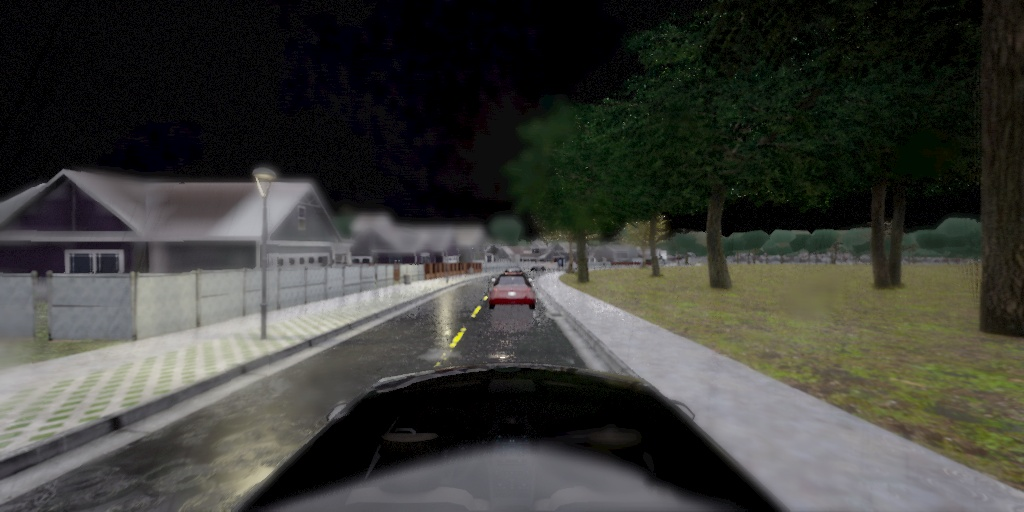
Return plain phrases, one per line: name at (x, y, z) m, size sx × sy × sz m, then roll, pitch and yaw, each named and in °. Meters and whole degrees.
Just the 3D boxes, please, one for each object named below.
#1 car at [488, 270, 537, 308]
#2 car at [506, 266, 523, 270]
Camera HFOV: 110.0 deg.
car at (0.003, 1.482, 16.125) m, size 1.994 × 1.385 × 4.181 m, roll 0°, pitch -1°, yaw 0°
car at (0.258, 1.643, 31.075) m, size 2.128 × 1.511 × 4.902 m, roll 0°, pitch -1°, yaw 4°
